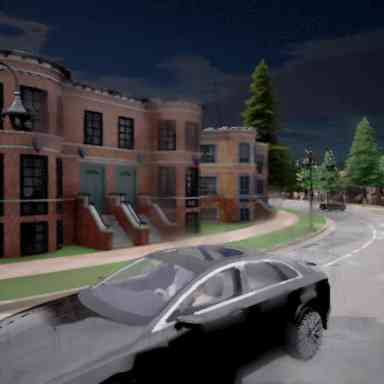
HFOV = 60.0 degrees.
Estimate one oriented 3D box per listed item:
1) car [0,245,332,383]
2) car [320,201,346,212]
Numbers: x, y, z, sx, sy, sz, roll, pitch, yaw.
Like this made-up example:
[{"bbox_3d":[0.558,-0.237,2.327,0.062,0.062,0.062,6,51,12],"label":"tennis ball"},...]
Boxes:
[{"bbox_3d":[-0.057,1.521,4.252,4.902,1.511,2.128,0,0,-40],"label":"car"},{"bbox_3d":[17.677,1.777,41.838,1.895,1.301,4.718,0,0,5],"label":"car"}]
